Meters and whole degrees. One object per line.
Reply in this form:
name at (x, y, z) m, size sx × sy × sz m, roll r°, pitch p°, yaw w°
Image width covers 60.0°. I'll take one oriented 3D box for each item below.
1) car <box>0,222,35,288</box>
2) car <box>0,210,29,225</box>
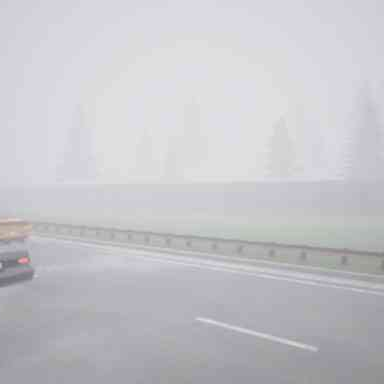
car at (-6.077, 1.578, 8.296) m, size 5.357 × 1.411 × 2.033 m, roll 0°, pitch 0°, yaw 36°
car at (-9.275, 1.527, 14.899) m, size 5.008 × 1.535 × 1.882 m, roll 0°, pitch 0°, yaw 36°
